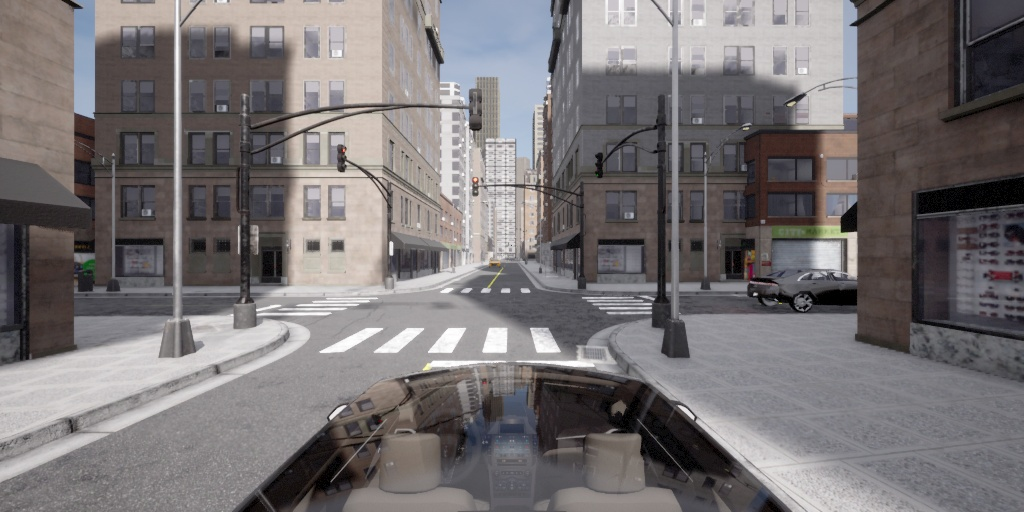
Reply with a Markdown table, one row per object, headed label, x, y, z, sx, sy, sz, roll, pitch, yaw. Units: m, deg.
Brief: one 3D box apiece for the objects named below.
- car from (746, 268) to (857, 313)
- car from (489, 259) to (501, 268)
| label | x | y | z | sx | sy | sz | roll | pitch | yaw |
| --- | --- | --- | --- | --- | --- | --- | --- | --- | --- |
| car | 11.429 | 1.209 | 13.264 | 4.902 | 1.511 | 2.128 | 0 | 0 | 0 |
| car | -2.993 | 1.208 | 62.949 | 1.882 | 1.535 | 5.008 | 0 | 0 | 0 |
